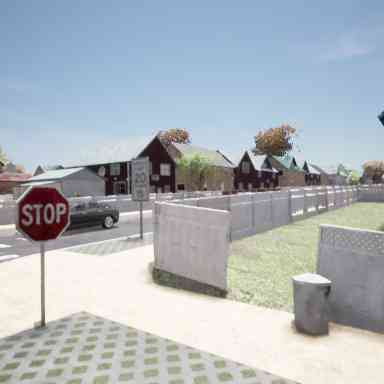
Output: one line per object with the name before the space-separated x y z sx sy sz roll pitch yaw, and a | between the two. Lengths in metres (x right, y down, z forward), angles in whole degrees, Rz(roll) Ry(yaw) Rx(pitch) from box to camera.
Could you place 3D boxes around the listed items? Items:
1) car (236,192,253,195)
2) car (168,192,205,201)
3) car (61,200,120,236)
car | 5.054 0.734 31.830 1.812 1.442 4.674 -1 1 36
car | -0.595 0.824 23.816 2.097 1.767 4.553 -1 1 35
car | -5.799 1.220 16.419 1.837 1.490 4.892 -1 1 35
